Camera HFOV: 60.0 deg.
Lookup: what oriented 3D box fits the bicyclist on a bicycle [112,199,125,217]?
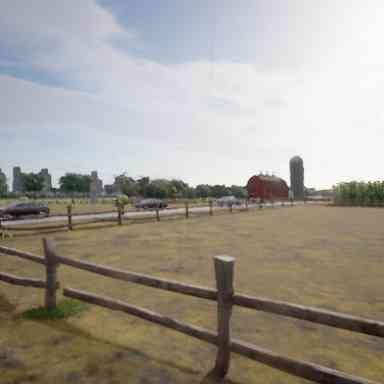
[{"bbox_3d":[-6.325,1.389,28.560,1.656,1.620,0.582,0,0,35],"label":"bicyclist on a bicycle"}]

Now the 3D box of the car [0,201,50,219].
[{"bbox_3d":[-14.334,1.562,27.604,1.837,1.490,4.892,-2,-1,35],"label":"car"}]

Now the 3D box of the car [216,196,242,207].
[{"bbox_3d":[5.711,1.573,50.815,2.033,1.411,5.357,-2,-1,36],"label":"car"}]

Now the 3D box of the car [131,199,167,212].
[{"bbox_3d":[-5.184,1.558,40.488,1.882,1.535,5.008,-2,-1,35],"label":"car"}]

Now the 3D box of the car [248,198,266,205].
[{"bbox_3d":[11.432,1.675,58.953,1.895,1.301,4.718,-2,-2,35],"label":"car"}]

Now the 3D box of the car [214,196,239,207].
[{"bbox_3d":[5.811,1.526,55.798,2.097,1.767,4.553,-2,-1,35],"label":"car"}]
